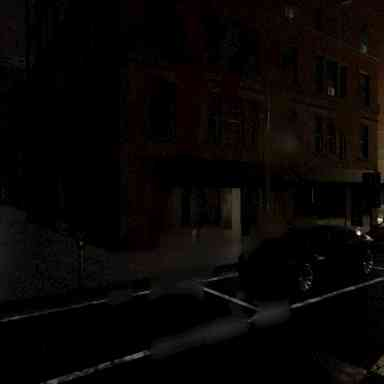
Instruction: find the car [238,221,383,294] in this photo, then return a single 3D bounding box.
[{"bbox_3d":[3.165,1.566,8.801,4.313,1.339,1.947,0,0,-36],"label":"car"}]
